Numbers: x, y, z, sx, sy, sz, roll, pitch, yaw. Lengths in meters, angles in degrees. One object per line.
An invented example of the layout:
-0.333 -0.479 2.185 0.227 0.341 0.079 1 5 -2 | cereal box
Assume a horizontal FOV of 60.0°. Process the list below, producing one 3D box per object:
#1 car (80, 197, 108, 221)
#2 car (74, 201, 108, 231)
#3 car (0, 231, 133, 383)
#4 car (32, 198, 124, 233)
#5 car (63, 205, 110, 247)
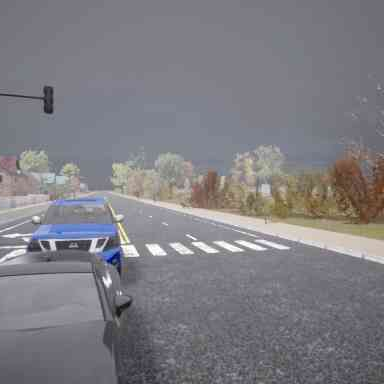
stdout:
-8.077 1.338 27.595 2.097 1.767 4.553 0 0 -15 | car
-6.535 1.468 21.856 1.882 1.535 5.008 0 0 -15 | car
-1.729 1.524 3.934 1.812 1.442 4.674 0 0 -13 | car
-3.348 1.218 10.028 2.150 2.045 5.566 0 0 -15 | car
-4.986 1.498 16.106 1.837 1.490 4.892 0 0 -15 | car
